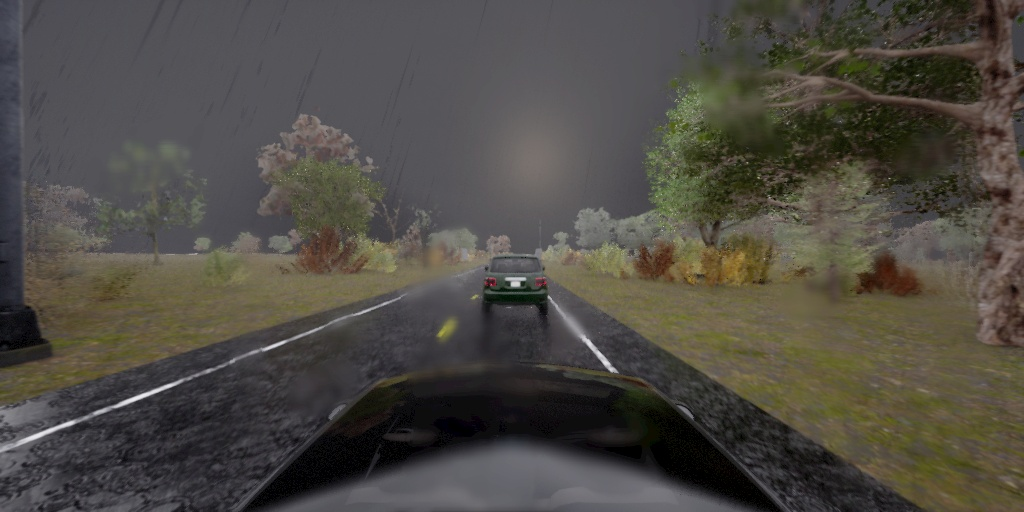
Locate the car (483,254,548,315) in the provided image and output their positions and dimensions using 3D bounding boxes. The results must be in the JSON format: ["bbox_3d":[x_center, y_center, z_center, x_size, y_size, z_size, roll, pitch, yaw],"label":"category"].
[{"bbox_3d":[0.116,0.951,13.646,2.150,2.045,5.566,0,0,0],"label":"car"}]
